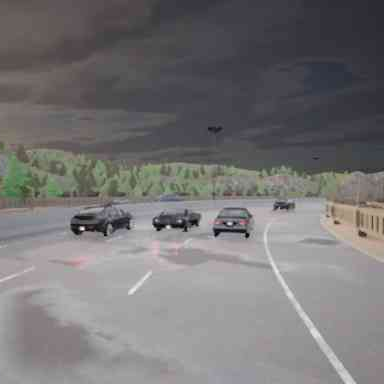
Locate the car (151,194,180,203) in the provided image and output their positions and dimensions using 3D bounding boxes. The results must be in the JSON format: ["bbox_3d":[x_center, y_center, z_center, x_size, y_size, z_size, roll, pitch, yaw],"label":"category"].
[{"bbox_3d":[-3.867,1.308,49.904,2.150,2.045,5.566,0,-1,30],"label":"car"}]

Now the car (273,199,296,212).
[{"bbox_3d":[11.468,1.583,41.060,1.837,1.490,4.892,0,0,30],"label":"car"}]

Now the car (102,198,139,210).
[{"bbox_3d":[-9.805,1.602,46.200,2.033,1.411,5.357,0,0,27],"label":"car"}]

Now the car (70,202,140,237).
[{"bbox_3d":[-4.722,1.489,18.167,1.837,1.490,4.892,0,0,12],"label":"car"}]

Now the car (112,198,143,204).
[{"bbox_3d":[-6.867,1.524,35.637,1.837,1.490,4.892,0,0,23],"label":"car"}]

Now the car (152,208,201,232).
[{"bbox_3d":[-0.751,1.599,20.067,1.895,1.301,4.718,0,0,13],"label":"car"}]

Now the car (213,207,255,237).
[{"bbox_3d":[2.377,1.552,18.245,2.033,1.411,5.357,0,0,13],"label":"car"}]
